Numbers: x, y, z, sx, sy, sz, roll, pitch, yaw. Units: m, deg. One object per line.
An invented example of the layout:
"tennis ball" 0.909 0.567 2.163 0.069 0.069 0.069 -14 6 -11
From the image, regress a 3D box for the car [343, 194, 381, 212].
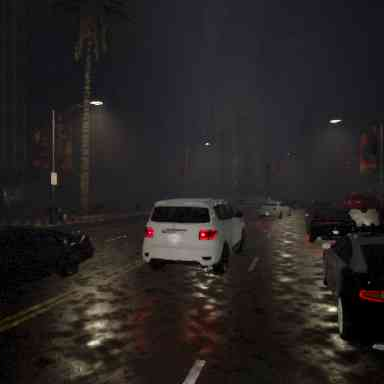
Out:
"car" 18.855 1.221 36.666 5.566 2.045 2.150 0 0 -36

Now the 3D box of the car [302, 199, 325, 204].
"car" 16.110 1.600 43.395 4.718 1.301 1.895 0 0 -34

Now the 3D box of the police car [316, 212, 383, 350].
"police car" 3.617 1.425 6.311 1.930 1.638 5.238 0 0 17

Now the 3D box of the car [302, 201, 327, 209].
"car" 8.169 1.526 21.092 1.812 1.442 4.674 0 0 21

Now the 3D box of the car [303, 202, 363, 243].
"car" 6.482 1.478 15.777 1.882 1.535 5.008 0 0 17

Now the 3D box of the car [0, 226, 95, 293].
"car" -4.439 1.547 7.817 2.033 1.411 5.357 0 0 17

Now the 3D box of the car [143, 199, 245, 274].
"car" 0.341 1.221 10.848 2.150 2.045 5.566 0 0 17

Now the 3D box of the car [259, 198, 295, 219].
"car" 7.242 1.525 28.789 1.812 1.442 4.674 0 0 30

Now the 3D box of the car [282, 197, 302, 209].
"car" 12.024 1.477 44.621 5.008 1.535 1.882 0 0 -36
